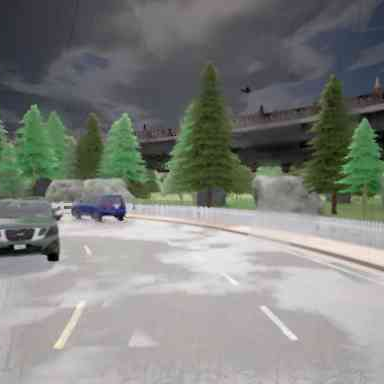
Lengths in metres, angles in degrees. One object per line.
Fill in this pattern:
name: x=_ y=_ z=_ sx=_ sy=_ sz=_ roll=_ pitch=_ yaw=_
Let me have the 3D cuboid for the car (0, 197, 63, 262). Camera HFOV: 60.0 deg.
car: x=-5.999 y=1.219 z=12.009 sx=2.150 sy=2.045 sz=5.566 roll=0 pitch=0 yaw=-24

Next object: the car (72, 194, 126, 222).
car: x=-7.400 y=1.209 z=26.326 sx=2.150 sy=2.045 sz=5.566 roll=0 pitch=0 yaw=-45
